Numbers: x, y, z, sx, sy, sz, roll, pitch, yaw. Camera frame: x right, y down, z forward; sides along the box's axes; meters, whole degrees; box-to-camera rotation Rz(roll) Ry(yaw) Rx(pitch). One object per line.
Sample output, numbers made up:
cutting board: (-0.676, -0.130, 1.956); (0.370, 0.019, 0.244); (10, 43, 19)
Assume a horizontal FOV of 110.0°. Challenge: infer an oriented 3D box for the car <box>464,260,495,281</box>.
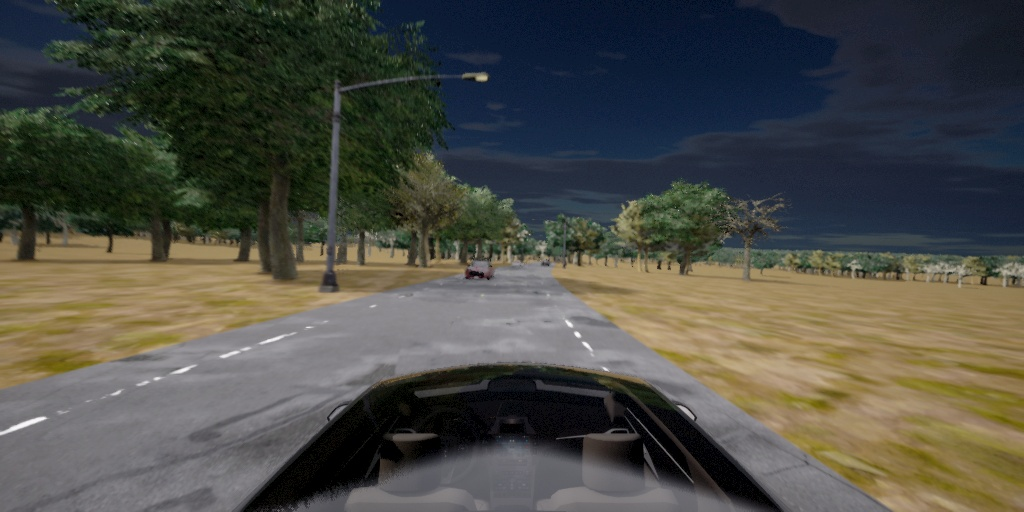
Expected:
car: (-2.726, 1.140, 31.039); (2.097, 1.767, 4.553); (2, 0, 4)
